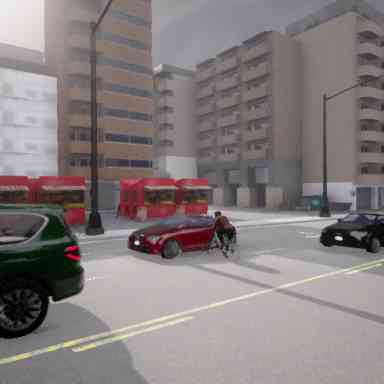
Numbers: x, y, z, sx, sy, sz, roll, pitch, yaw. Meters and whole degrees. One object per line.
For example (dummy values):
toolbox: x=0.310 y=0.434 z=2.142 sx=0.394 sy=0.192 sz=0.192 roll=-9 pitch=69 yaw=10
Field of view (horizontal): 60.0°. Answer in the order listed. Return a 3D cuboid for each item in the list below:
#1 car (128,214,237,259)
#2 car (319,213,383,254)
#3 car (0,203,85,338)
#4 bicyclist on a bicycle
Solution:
car: x=-0.277 y=1.554 z=12.545 sx=4.181 sy=1.385 sz=1.994 roll=0 pitch=0 yaw=-37
car: x=7.101 y=1.569 z=13.683 sx=4.181 sy=1.385 sz=1.994 roll=0 pitch=0 yaw=-37
car: x=-4.505 y=1.220 z=5.010 sx=5.566 sy=2.045 sz=2.150 roll=0 pitch=0 yaw=-37
bicyclist on a bicycle: x=0.980 y=1.446 z=10.997 sx=0.582 sy=1.620 sz=1.656 roll=0 pitch=-2 yaw=-37
